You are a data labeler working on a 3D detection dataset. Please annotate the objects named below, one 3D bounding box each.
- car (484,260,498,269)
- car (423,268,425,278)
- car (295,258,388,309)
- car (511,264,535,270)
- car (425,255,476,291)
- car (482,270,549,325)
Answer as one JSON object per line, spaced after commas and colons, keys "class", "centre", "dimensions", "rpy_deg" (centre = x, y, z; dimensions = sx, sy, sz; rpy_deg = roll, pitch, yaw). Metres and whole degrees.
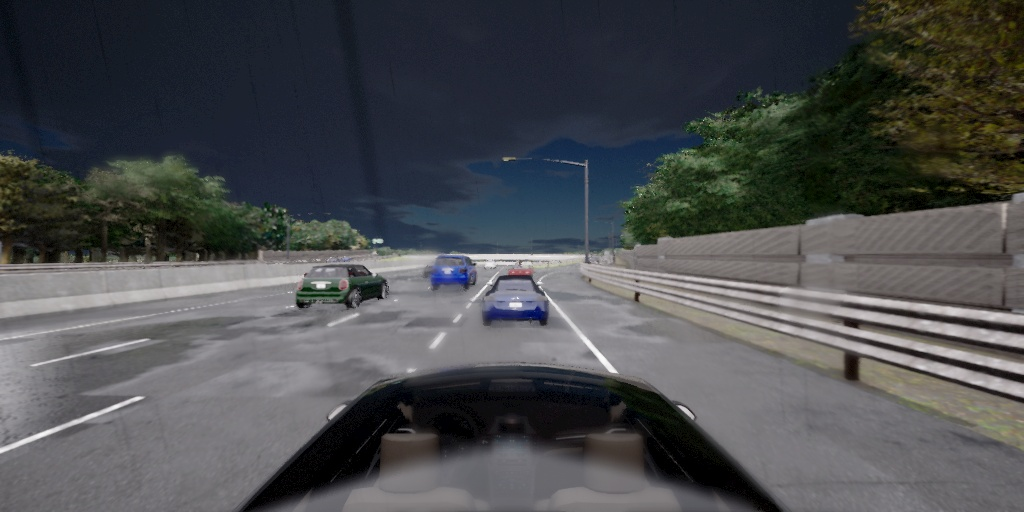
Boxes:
{"class": "car", "centre": [-3.489, 1.415, 58.921], "dimensions": [1.812, 1.442, 4.674], "rpy_deg": [0, -1, 0]}
{"class": "car", "centre": [-6.893, 1.277, 33.400], "dimensions": [1.837, 1.490, 4.892], "rpy_deg": [0, 0, 0]}
{"class": "car", "centre": [-6.897, 1.111, 15.066], "dimensions": [2.097, 1.767, 4.553], "rpy_deg": [0, 0, 0]}
{"class": "car", "centre": [0.940, 1.365, 30.663], "dimensions": [1.895, 1.301, 4.718], "rpy_deg": [0, 0, 7]}
{"class": "car", "centre": [-3.495, 0.987, 22.231], "dimensions": [2.150, 2.045, 5.566], "rpy_deg": [0, 0, 0]}
{"class": "car", "centre": [0.103, 1.321, 11.902], "dimensions": [1.994, 1.385, 4.181], "rpy_deg": [0, 0, 0]}
